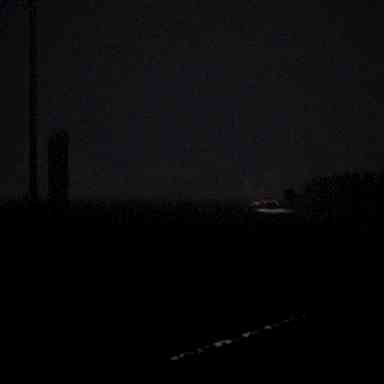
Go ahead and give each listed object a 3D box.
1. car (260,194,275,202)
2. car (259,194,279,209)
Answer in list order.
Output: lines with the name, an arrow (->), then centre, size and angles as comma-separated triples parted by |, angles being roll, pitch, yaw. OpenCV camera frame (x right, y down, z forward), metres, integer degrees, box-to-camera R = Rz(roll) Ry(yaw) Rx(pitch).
car -> 14.277, 1.069, 62.511 | 2.128, 1.511, 4.902 | 0, 0, 21
car -> 9.316, 1.201, 40.640 | 1.882, 1.535, 5.008 | 0, 1, 5
